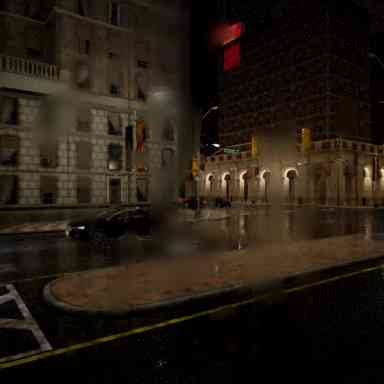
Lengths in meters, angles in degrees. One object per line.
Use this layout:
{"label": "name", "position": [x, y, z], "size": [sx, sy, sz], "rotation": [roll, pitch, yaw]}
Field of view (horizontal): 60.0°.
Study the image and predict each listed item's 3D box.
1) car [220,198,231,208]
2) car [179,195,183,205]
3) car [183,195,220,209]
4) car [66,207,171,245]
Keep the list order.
{"label": "car", "position": [3.530, 1.478, 47.803], "size": [1.882, 1.535, 5.008], "rotation": [0, 0, -36]}
{"label": "car", "position": [-2.212, 1.352, 55.901], "size": [2.097, 1.767, 4.553], "rotation": [0, 0, -35]}
{"label": "car", "position": [1.234, 1.352, 44.999], "size": [2.097, 1.767, 4.553], "rotation": [0, 0, -35]}
{"label": "car", "position": [-3.341, 1.491, 15.696], "size": [4.902, 1.511, 2.128], "rotation": [0, 0, -35]}
